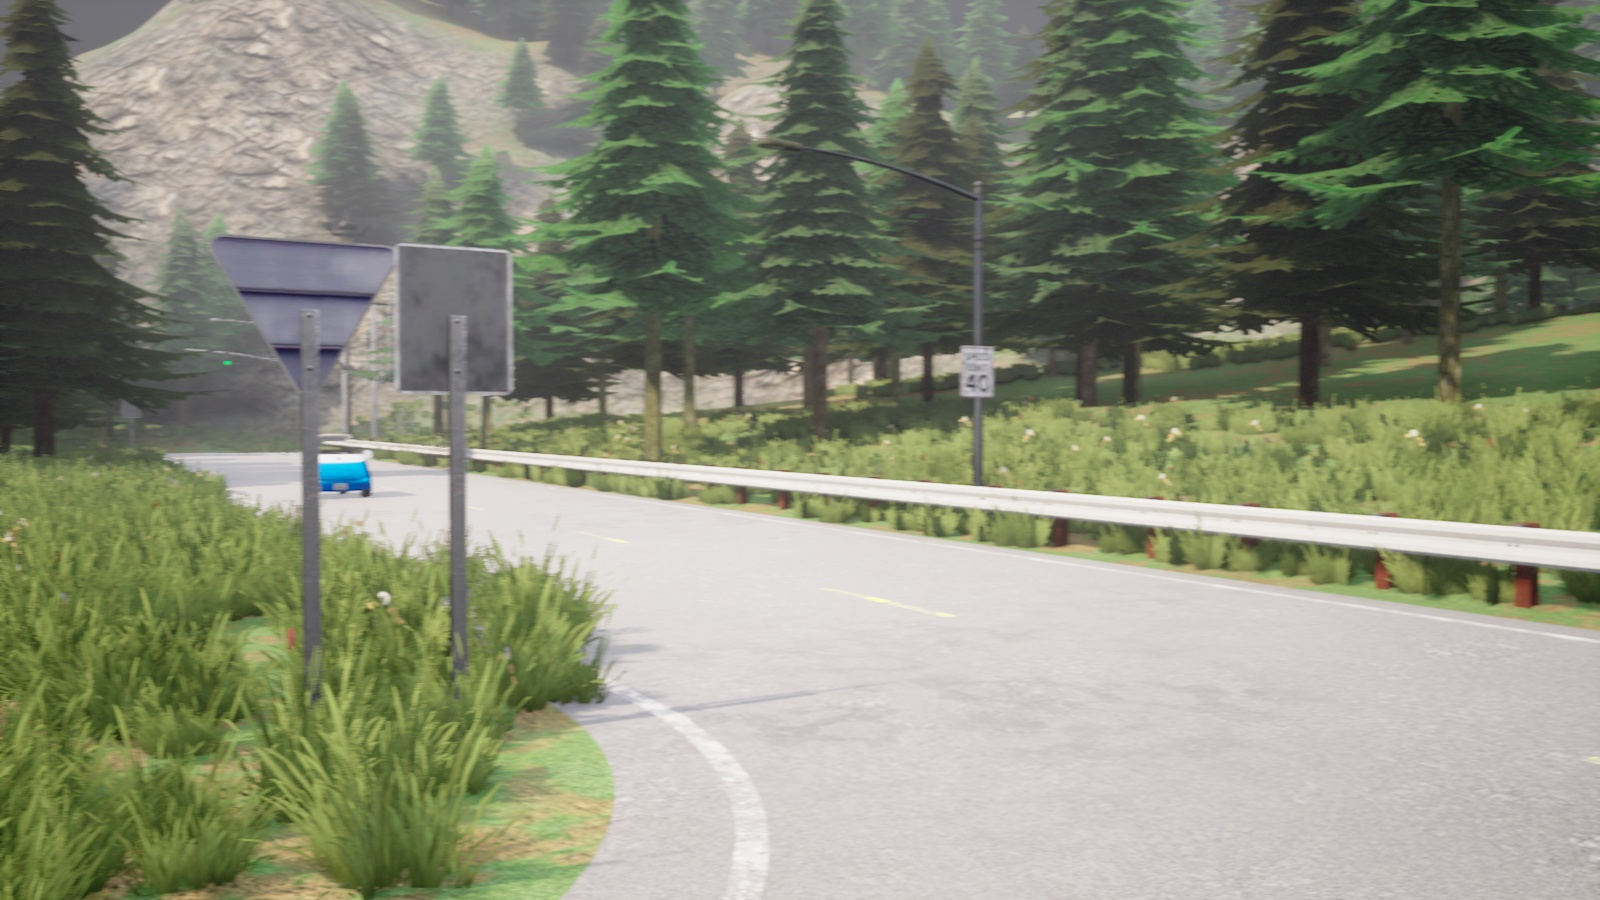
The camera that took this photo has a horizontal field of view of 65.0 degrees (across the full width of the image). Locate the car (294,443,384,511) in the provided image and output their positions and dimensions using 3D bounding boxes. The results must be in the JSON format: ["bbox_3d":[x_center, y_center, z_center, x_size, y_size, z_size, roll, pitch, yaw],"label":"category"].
[{"bbox_3d":[-10.072,0.549,27.379,1.481,1.376,2.207,-2,1,-29],"label":"car"}]
